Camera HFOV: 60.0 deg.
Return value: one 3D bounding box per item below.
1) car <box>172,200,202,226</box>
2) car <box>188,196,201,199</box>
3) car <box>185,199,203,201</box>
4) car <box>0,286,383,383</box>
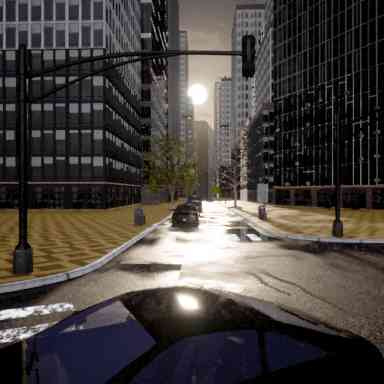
[{"bbox_3d":[-0.427,1.654,25.409,1.882,1.535,5.008,0,0,2],"label":"car"},{"bbox_3d":[0.328,1.554,46.274,2.150,2.045,5.566,0,0,2],"label":"car"},{"bbox_3d":[-0.056,1.777,35.621,1.812,1.442,4.674,0,0,2],"label":"car"},{"bbox_3d":[-0.336,1.578,2.622,4.181,1.385,1.994,0,0,-27],"label":"car"}]
